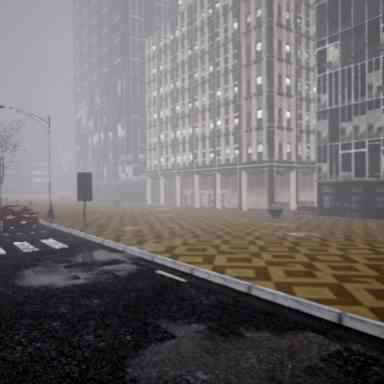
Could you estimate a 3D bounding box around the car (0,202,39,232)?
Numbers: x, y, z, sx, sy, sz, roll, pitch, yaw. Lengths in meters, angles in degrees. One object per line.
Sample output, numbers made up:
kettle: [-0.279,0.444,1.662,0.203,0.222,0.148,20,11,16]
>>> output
car: [-9.956,1.386,18.836,1.887,1.381,4.507,-1,1,-37]
